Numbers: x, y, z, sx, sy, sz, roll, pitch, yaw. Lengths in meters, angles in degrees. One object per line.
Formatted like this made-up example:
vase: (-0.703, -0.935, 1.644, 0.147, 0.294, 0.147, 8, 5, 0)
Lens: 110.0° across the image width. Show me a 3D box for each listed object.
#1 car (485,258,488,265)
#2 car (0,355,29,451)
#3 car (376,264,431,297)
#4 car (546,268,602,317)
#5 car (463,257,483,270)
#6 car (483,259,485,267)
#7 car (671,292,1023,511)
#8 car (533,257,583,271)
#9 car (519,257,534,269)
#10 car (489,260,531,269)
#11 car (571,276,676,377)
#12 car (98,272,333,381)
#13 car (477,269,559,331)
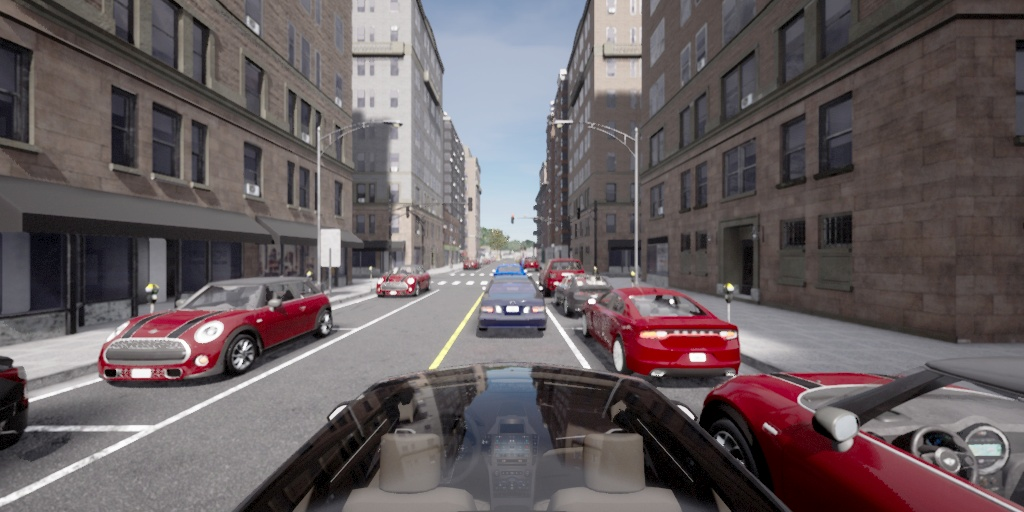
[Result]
car: (-5.833, 1.250, 62.154, 2.007, 1.370, 4.403, 0, 0, 0)
car: (-5.383, 1.316, 1.543, 1.948, 1.339, 4.313, 0, 0, 0)
car: (-5.502, 1.176, 18.589, 1.967, 1.591, 4.097, 0, 0, 0)
car: (2.562, 1.292, 12.963, 2.007, 1.370, 4.403, 0, 0, 0)
car: (-5.760, 1.024, 51.147, 2.192, 1.841, 5.009, 0, 0, 0)
car: (-5.797, 1.270, 56.651, 1.948, 1.339, 4.313, 0, 0, 0)
car: (2.642, 1.190, 1.599, 1.967, 1.591, 4.097, 0, 0, 0)
car: (2.523, 1.051, 18.645, 2.192, 1.841, 5.009, 0, 0, 0)
car: (2.397, 1.029, 45.701, 2.192, 1.841, 5.009, 0, 0, 0)
car: (-0.129, 1.213, 20.747, 1.882, 1.535, 5.008, 0, 0, 0)
car: (2.602, 1.291, 7.281, 1.888, 1.381, 4.507, 0, 0, 0)
car: (-5.423, 1.185, 7.225, 1.967, 1.591, 4.097, 0, 0, 0)
car: (0.015, 1.290, 10.928, 2.033, 1.411, 5.357, 0, 0, 0)
